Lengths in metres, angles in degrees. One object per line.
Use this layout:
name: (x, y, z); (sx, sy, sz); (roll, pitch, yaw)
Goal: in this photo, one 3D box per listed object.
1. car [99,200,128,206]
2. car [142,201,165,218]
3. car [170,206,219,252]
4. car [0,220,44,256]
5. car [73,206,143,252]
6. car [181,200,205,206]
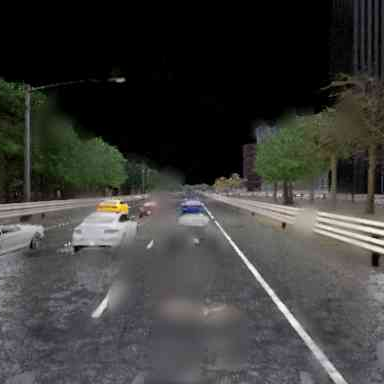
car: (-6.908, 1.421, 29.410); (1.882, 1.535, 5.008); (0, 0, 0)
car: (-3.408, 1.470, 28.964); (1.812, 1.442, 4.674); (0, 0, 0)
car: (0.093, 1.503, 13.725); (1.812, 1.442, 4.674); (0, 0, 0)
car: (-6.918, 1.582, 11.356); (1.895, 1.301, 4.718); (0, 0, 0)
car: (-3.411, 1.503, 13.684); (1.812, 1.442, 4.674); (0, 0, 0)
car: (0.091, 1.421, 29.440); (1.882, 1.535, 5.008); (0, 0, 0)
